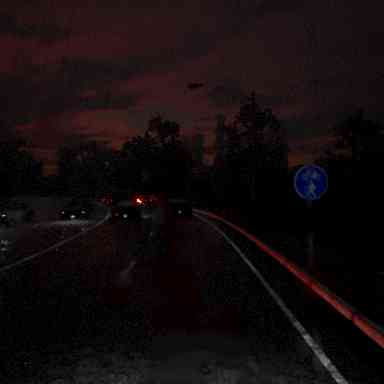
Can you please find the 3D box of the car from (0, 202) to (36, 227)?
[{"bbox_3d":[-11.304,1.334,20.374,1.895,1.301,4.718,0,1,-7],"label":"car"}]

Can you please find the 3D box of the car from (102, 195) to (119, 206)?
[{"bbox_3d":[-9.853,1.008,41.275,1.895,1.301,4.718,0,1,-25],"label":"car"}]

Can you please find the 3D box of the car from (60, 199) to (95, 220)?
[{"bbox_3d":[-8.378,1.214,24.811,2.033,1.411,5.357,0,1,-9],"label":"car"}]

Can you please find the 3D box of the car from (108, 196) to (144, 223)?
[{"bbox_3d":[-4.418,1.238,22.758,1.812,1.442,4.674,0,1,-8],"label":"car"}]

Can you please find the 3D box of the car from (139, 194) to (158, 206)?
[{"bbox_3d":[-5.692,0.997,40.681,2.033,1.411,5.357,0,1,-23],"label":"car"}]

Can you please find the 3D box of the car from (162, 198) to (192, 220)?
[{"bbox_3d":[-1.186,1.166,24.984,1.882,1.535,5.008,0,1,-8],"label":"car"}]
